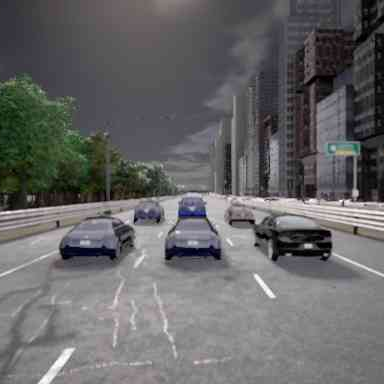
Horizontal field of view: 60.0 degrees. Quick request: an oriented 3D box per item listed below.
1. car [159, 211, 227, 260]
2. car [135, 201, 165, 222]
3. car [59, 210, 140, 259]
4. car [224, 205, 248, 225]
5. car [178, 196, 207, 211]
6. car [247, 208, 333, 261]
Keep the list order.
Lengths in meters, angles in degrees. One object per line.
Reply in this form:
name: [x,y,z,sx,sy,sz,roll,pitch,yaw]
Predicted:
car: [0.050,1.627,12.771,1.994,1.385,4.181,0,0,1]
car: [-3.451,1.495,27.480,2.097,1.767,4.553,0,0,0]
car: [-3.450,1.628,12.811,1.994,1.385,4.181,0,0,1]
car: [3.526,1.679,25.398,2.033,1.411,5.357,0,0,1]
car: [0.038,1.361,26.483,2.150,2.045,5.566,0,0,1]
car: [3.549,1.539,12.597,1.882,1.535,5.008,0,-1,0]
